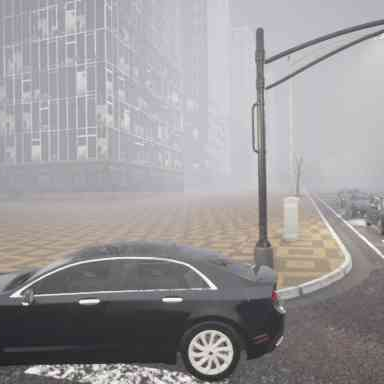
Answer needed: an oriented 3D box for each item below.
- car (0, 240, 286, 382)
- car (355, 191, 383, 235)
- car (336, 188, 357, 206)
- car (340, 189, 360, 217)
[{"bbox_3d":[-1.173,1.505,4.800,4.892,1.490,1.837,0,0,0],"label":"car"},{"bbox_3d":[8.846,0.928,14.510,2.128,1.511,4.902,-1,2,18],"label":"car"},{"bbox_3d":[12.799,0.454,26.897,2.128,1.511,4.902,-1,2,18],"label":"car"},{"bbox_3d":[10.849,0.759,20.819,1.994,1.385,4.181,-1,2,17],"label":"car"}]
